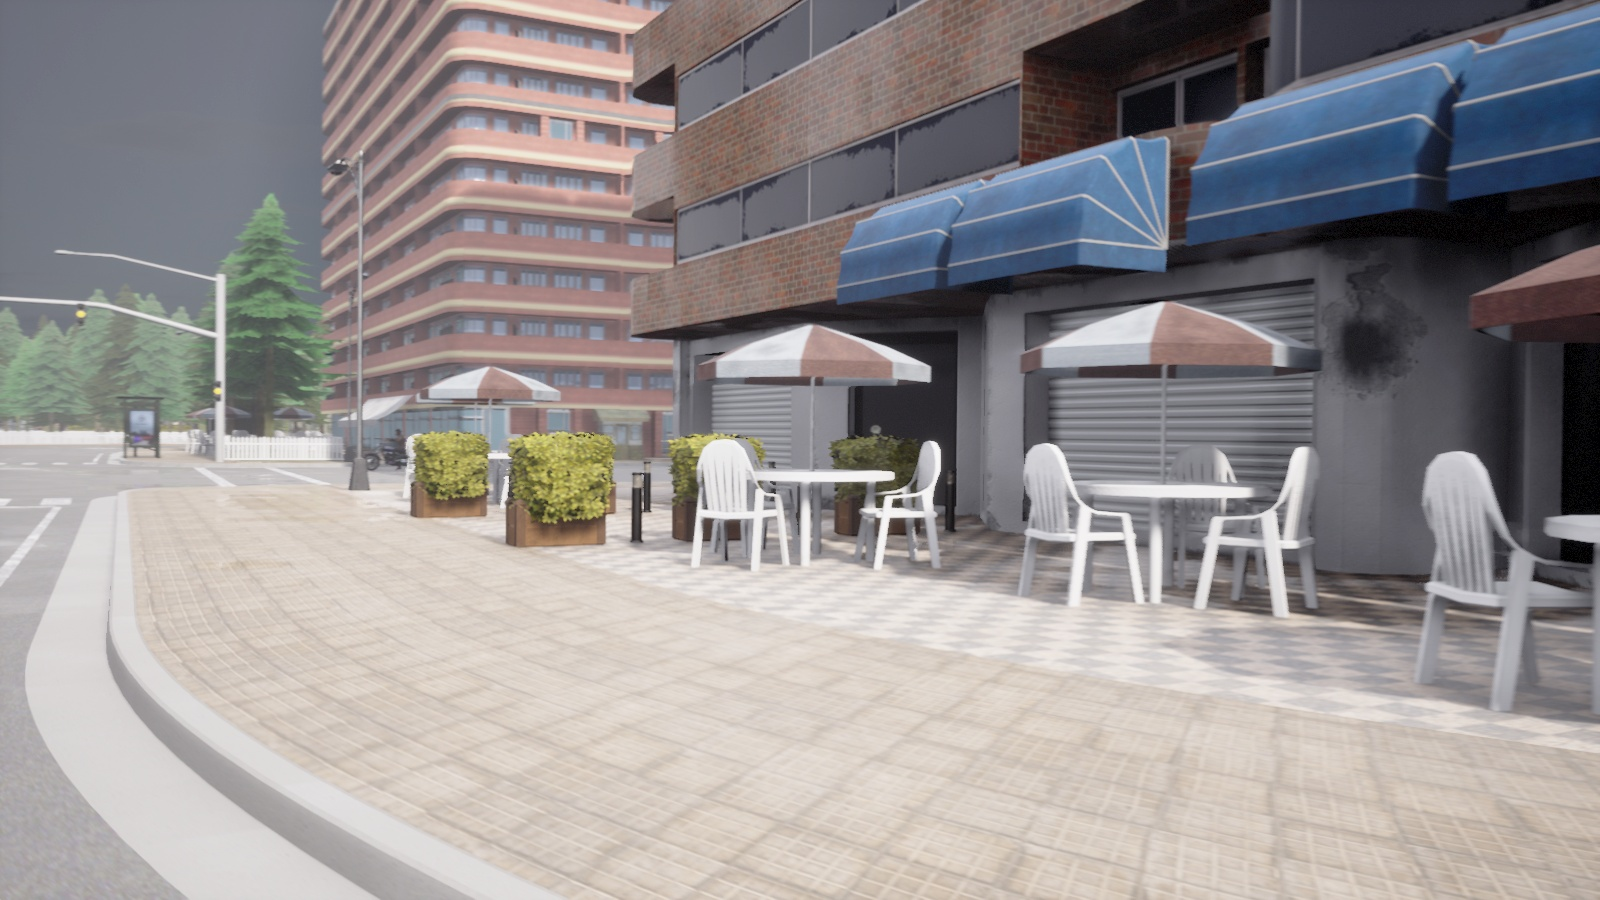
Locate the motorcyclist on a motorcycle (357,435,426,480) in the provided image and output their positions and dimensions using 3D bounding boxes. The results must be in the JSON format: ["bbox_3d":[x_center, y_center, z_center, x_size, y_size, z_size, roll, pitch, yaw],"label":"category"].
[{"bbox_3d":[-15.482,0.279,47.573,2.350,1.649,0.766,-1,1,-29],"label":"motorcyclist on a motorcycle"}]
